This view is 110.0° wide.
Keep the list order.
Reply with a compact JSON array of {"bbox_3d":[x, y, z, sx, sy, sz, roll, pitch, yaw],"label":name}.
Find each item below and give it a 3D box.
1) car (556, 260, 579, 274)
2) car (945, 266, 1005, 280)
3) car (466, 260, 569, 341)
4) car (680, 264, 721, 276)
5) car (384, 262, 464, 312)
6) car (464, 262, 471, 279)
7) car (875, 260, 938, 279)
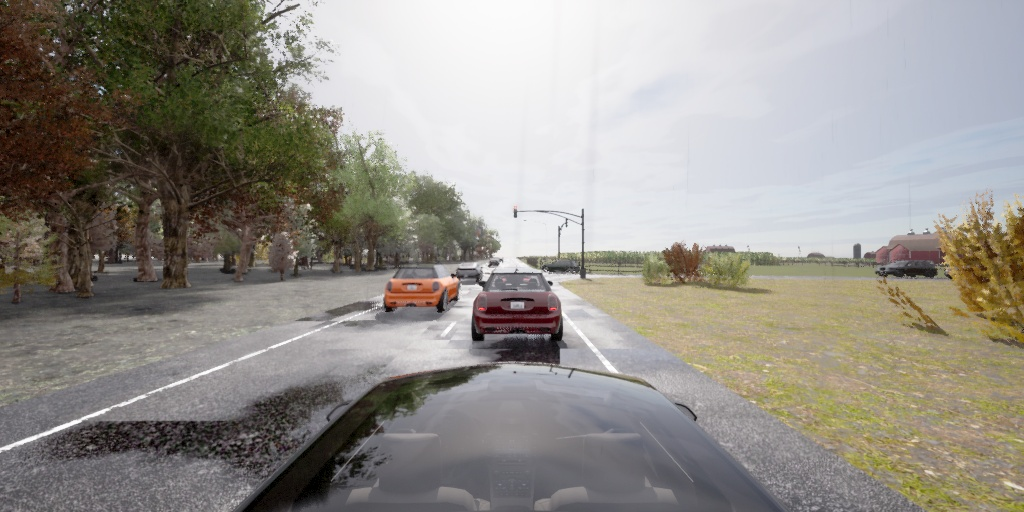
[{"bbox_3d":[5.856,1.253,43.973,4.553,1.767,2.097,1,-1,28],"label":"car"},{"bbox_3d":[48.571,1.768,37.579,4.902,1.511,2.128,1,-1,1],"label":"car"},{"bbox_3d":[0.110,1.104,10.017,2.097,1.767,4.553,0,0,0],"label":"car"},{"bbox_3d":[21.758,1.608,41.382,4.181,1.385,1.994,1,-1,0],"label":"car"},{"bbox_3d":[-3.378,1.105,14.286,2.097,1.767,4.553,0,0,0],"label":"car"},{"bbox_3d":[-3.353,1.247,28.640,2.128,1.511,4.902,0,0,0],"label":"car"},{"bbox_3d":[45.297,1.524,41.211,5.566,2.045,2.150,1,-1,1],"label":"car"}]
